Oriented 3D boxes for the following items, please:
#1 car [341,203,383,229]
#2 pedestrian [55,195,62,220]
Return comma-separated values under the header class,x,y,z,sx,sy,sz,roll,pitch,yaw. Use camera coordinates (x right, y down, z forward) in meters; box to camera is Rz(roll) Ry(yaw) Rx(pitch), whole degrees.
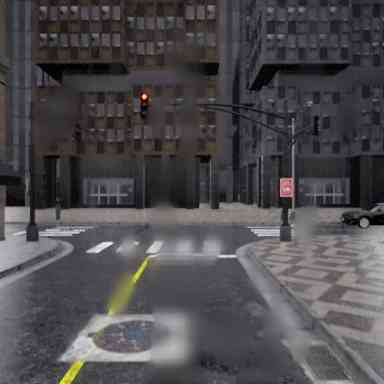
class,x,y,z,sx,sy,sz,roll,pitch,yaw
car,12.058,1.449,21.031,5.008,1.535,1.882,0,0,1
pedestrian,-9.812,1.142,24.333,0.375,1.860,0.375,0,0,1
